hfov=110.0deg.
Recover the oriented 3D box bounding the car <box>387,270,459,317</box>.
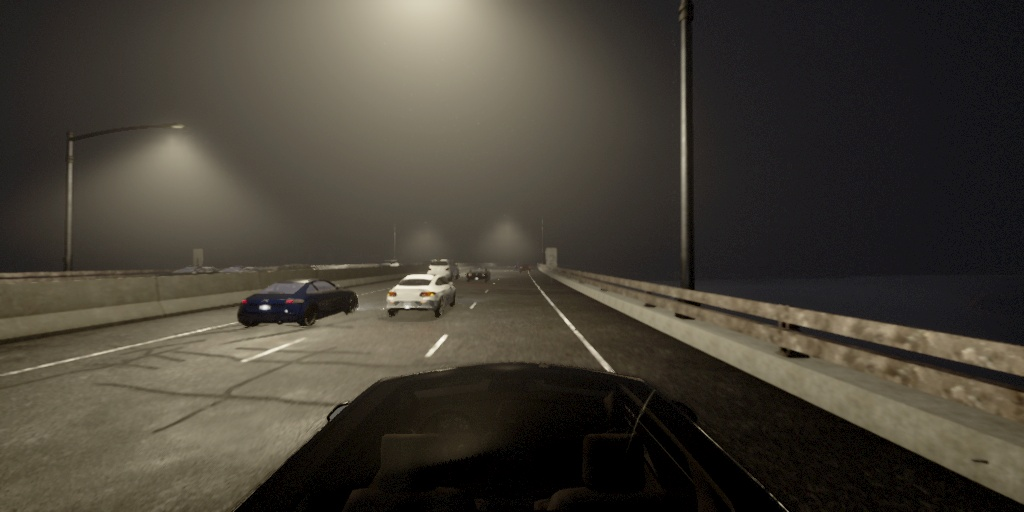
[{"bbox_3d":[-3.352,1.418,13.857,1.812,1.442,4.674,0,-1,0],"label":"car"}]

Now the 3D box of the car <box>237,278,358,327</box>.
[{"bbox_3d":[-6.868,1.433,11.999,1.994,1.385,4.181,0,-1,0],"label":"car"}]

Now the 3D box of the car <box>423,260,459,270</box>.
[{"bbox_3d":[-6.569,1.369,34.825,2.150,2.045,5.566,0,-1,1],"label":"car"}]

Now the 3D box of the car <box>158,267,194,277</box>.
[{"bbox_3d":[-24.392,1.549,27.564,2.128,1.511,4.902,0,-1,1],"label":"car"}]

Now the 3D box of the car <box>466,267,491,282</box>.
[{"bbox_3d":[-3.084,1.739,34.040,1.895,1.301,4.718,0,-1,1],"label":"car"}]

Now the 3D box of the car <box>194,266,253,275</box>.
[{"bbox_3d":[-20.894,1.548,27.413,2.128,1.511,4.902,0,-1,1],"label":"car"}]

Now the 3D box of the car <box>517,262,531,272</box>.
[{"bbox_3d":[2.311,1.957,62.407,1.801,1.575,5.366,0,-1,2],"label":"car"}]

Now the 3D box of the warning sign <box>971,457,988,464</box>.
[{"bbox_3d":[4.548,0.878,2.684,1.300,1.860,1.060,0,0,0],"label":"warning sign"}]

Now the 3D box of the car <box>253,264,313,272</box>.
[{"bbox_3d":[-17.382,1.415,28.096,2.097,1.767,4.553,0,-1,1],"label":"car"}]
